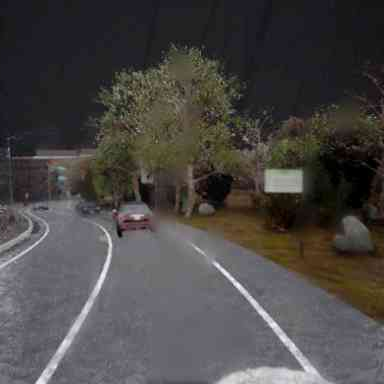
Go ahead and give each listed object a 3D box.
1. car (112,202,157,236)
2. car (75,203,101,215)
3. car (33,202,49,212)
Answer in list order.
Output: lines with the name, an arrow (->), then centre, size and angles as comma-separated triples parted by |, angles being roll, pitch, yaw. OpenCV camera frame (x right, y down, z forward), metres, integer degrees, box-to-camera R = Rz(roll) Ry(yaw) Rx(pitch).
car -> -3.383, 1.344, 18.950 | 2.097, 1.767, 4.553 | -2, 1, -17
car -> -11.536, 1.808, 36.621 | 1.895, 1.301, 4.718 | -3, 1, -29
car -> -22.851, 2.166, 50.132 | 1.994, 1.385, 4.181 | -3, 1, -27
